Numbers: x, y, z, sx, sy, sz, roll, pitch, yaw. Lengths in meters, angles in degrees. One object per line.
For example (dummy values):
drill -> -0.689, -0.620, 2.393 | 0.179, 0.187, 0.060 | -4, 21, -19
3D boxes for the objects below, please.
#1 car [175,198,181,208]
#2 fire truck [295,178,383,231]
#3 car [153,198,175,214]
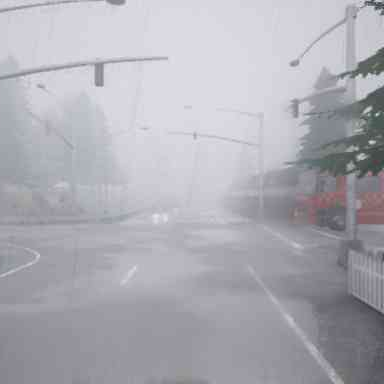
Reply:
car -> -3.248, 1.768, 57.734 | 2.097, 1.767, 4.553 | 0, 0, 7
fire truck -> 10.755, 0.289, 19.969 | 8.468, 3.827, 2.891 | 0, 0, 0
car -> -3.589, 1.786, 40.441 | 2.128, 1.511, 4.902 | 0, 0, 0
